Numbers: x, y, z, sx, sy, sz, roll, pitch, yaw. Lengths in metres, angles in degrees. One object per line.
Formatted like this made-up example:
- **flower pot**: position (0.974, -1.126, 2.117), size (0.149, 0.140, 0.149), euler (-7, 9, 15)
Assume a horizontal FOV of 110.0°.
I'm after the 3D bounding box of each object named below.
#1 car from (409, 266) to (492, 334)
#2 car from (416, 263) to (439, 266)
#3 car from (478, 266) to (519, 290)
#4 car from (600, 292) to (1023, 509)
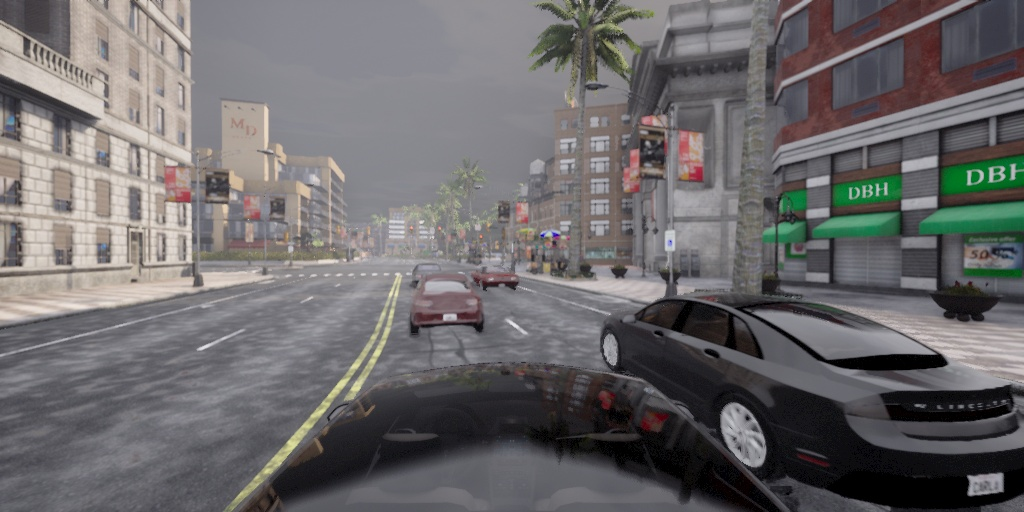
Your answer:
- **car**: position (-1.952, 1.204, 10.362), size (1.812, 1.442, 4.674), euler (0, 1, -14)
- **car**: position (-5.235, 1.127, 22.210), size (2.033, 1.411, 5.357), euler (0, 0, -16)
- **car**: position (-1.126, 1.197, 20.553), size (1.895, 1.301, 4.718), euler (0, 0, -16)
- **car**: position (2.789, 1.233, 4.772), size (1.837, 1.490, 4.892), euler (0, 1, -8)
